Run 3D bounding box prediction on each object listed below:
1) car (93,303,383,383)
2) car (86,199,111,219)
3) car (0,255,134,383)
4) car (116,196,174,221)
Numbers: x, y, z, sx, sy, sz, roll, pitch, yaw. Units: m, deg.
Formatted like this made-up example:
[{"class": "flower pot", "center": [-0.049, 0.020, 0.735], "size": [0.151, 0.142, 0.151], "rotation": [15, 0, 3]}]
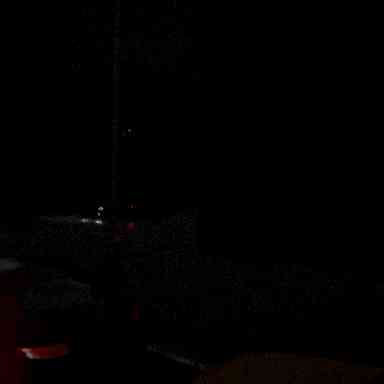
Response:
[{"class": "car", "center": [1.863, 1.528, 1.460], "size": [4.829, 1.417, 1.752], "rotation": [0, 1, 36]}, {"class": "car", "center": [-7.310, 1.448, 30.220], "size": [2.097, 1.767, 4.553], "rotation": [2, 0, 36]}, {"class": "car", "center": [-2.499, 1.566, 4.580], "size": [4.206, 1.307, 1.802], "rotation": [0, 1, 36]}, {"class": "car", "center": [-3.982, 1.408, 29.838], "size": [2.150, 2.045, 5.566], "rotation": [2, 0, 36]}]
